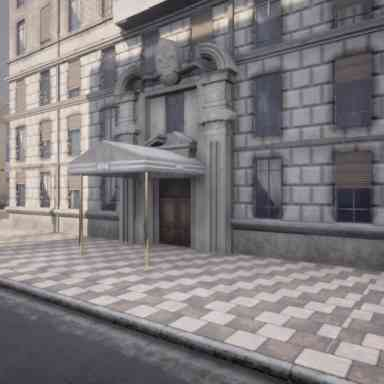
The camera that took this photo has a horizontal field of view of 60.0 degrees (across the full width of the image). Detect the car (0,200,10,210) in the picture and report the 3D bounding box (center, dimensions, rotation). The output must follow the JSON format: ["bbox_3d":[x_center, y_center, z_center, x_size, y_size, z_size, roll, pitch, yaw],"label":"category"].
[{"bbox_3d":[-24.060,1.601,40.470,1.895,1.301,4.718,0,0,35],"label":"car"}]
